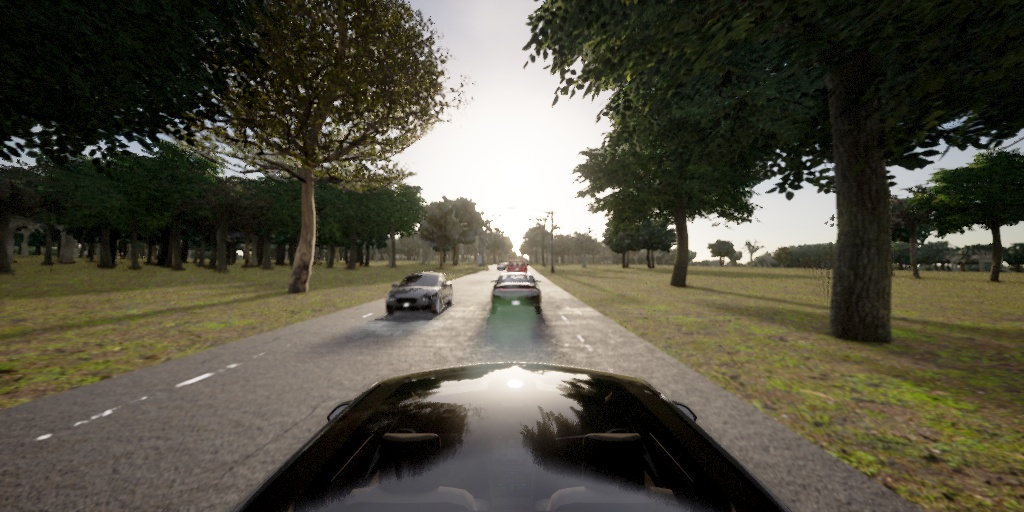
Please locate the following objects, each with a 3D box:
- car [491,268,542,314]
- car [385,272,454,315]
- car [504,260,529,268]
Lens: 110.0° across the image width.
[{"bbox_3d":[0.164,1.408,14.701,2.128,1.511,4.902,0,-1,1],"label":"car"},{"bbox_3d":[-3.535,1.417,14.474,1.837,1.490,4.892,0,-1,0],"label":"car"},{"bbox_3d":[0.569,1.443,37.607,2.150,2.045,5.566,0,0,1],"label":"car"}]
